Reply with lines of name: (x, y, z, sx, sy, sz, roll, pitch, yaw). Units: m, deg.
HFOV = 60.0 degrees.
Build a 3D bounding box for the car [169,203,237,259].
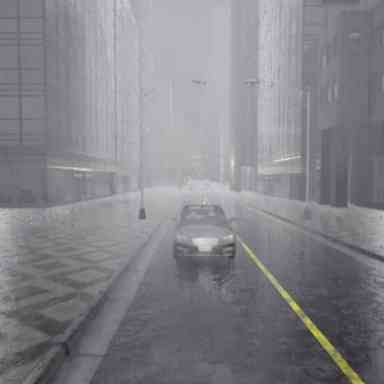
car: (0.349, 1.150, 11.176, 2.128, 1.511, 4.902, 0, 2, 0)
